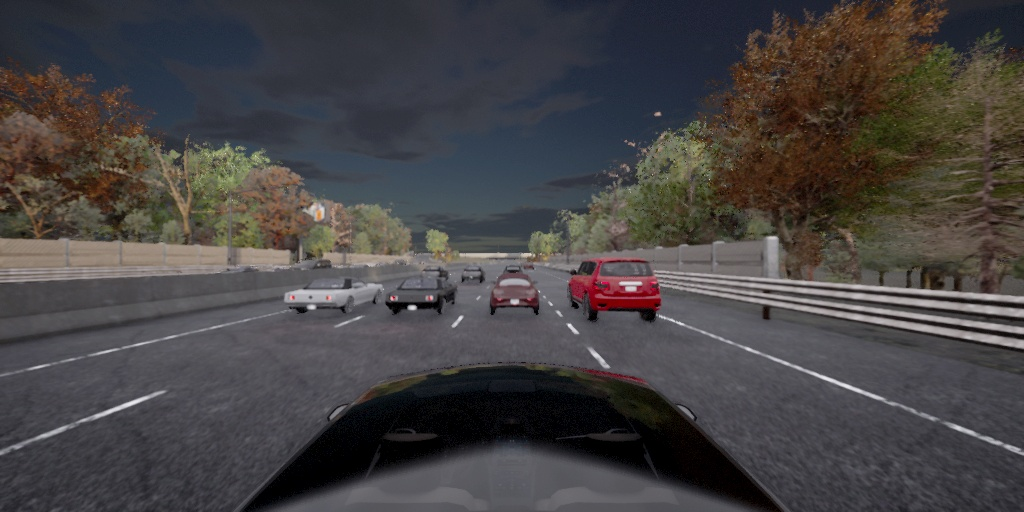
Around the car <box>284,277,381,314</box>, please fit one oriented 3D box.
[{"bbox_3d":[-6.904,1.501,14.584,1.895,1.301,4.718,0,-1,0],"label":"car"}]

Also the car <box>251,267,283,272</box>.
[{"bbox_3d":[-24.600,1.778,37.790,1.895,1.301,4.718,0,-1,0],"label":"car"}]

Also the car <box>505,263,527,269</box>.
[{"bbox_3d":[0.095,1.619,32.399,1.837,1.490,4.892,0,-1,0],"label":"car"}]

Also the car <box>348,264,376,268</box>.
[{"bbox_3d":[-17.596,1.719,40.839,1.837,1.490,4.892,0,-1,0],"label":"car"}]

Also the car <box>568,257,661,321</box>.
[{"bbox_3d":[3.488,1.086,13.182,2.150,2.045,5.566,0,-1,0],"label":"car"}]

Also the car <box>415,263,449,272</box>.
[{"bbox_3d":[-6.903,1.604,32.366,2.128,1.511,4.902,0,-1,0],"label":"car"}]

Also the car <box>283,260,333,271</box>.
[{"bbox_3d":[-21.101,1.400,37.930,2.150,2.045,5.566,0,-1,0],"label":"car"}]

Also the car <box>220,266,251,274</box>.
[{"bbox_3d":[-28.095,1.735,37.338,1.994,1.385,4.181,0,-1,0],"label":"car"}]

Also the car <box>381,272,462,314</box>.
[{"bbox_3d":[-3.403,1.500,14.470,1.895,1.301,4.718,0,-1,0],"label":"car"}]

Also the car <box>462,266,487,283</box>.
[{"bbox_3d":[-3.403,1.605,32.360,2.128,1.511,4.902,0,-1,0],"label":"car"}]

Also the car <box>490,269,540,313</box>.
[{"bbox_3d":[0.097,1.427,14.625,1.812,1.442,4.674,0,-1,0],"label":"car"}]
